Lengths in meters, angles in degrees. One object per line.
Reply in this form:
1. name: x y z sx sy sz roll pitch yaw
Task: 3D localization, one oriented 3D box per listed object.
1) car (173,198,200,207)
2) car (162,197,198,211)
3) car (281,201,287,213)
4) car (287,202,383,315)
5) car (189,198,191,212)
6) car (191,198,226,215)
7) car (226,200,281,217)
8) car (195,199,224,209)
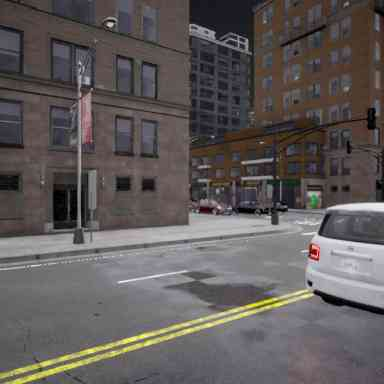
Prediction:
1. car: -0.867 1.578 50.487 1.947 1.339 4.313 0 0 -35
2. car: -1.594 1.481 42.025 2.128 1.511 4.902 0 0 -35
3. car: 8.688 1.580 36.994 1.947 1.339 4.313 0 0 -35
4. car: 4.665 1.223 6.780 5.566 2.045 2.150 0 0 -36
5. car: -1.045 1.421 36.855 1.967 1.590 4.097 0 0 -35
6. car: 2.139 1.423 32.357 1.967 1.590 4.097 0 0 -35
7. car: 5.731 1.594 31.675 1.895 1.301 4.718 0 0 -35
8. car: 2.318 1.594 45.990 1.802 1.307 4.206 0 0 -35
